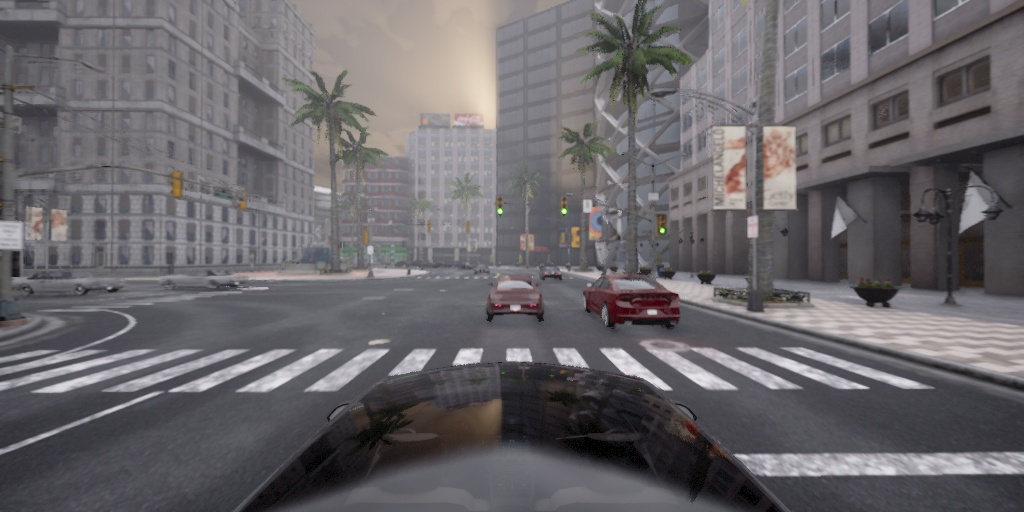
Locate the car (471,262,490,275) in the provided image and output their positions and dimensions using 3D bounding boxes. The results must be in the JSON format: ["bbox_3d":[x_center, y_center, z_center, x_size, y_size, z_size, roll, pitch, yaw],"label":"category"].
[{"bbox_3d":[-3.904,1.702,46.906,1.994,1.385,4.181,0,0,-3],"label":"car"}]

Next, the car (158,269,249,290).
[{"bbox_3d":[-20.582,1.542,23.984,4.718,1.301,1.895,0,-1,0],"label":"car"}]

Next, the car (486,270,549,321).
[{"bbox_3d":[0.096,1.371,12.819,1.812,1.442,4.674,0,-1,0],"label":"car"}]

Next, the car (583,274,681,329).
[{"bbox_3d":[3.598,1.313,11.666,1.882,1.535,5.008,0,-1,0],"label":"car"}]

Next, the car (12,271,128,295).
[{"bbox_3d":[-24.976,1.511,20.302,4.718,1.301,1.895,0,0,0],"label":"car"}]

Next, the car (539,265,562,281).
[{"bbox_3d":[3.599,1.576,34.142,2.033,1.411,5.357,0,0,0],"label":"car"}]

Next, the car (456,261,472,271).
[{"bbox_3d":[-7.341,1.735,60.874,1.882,1.535,5.008,0,-1,-26],"label":"car"}]
